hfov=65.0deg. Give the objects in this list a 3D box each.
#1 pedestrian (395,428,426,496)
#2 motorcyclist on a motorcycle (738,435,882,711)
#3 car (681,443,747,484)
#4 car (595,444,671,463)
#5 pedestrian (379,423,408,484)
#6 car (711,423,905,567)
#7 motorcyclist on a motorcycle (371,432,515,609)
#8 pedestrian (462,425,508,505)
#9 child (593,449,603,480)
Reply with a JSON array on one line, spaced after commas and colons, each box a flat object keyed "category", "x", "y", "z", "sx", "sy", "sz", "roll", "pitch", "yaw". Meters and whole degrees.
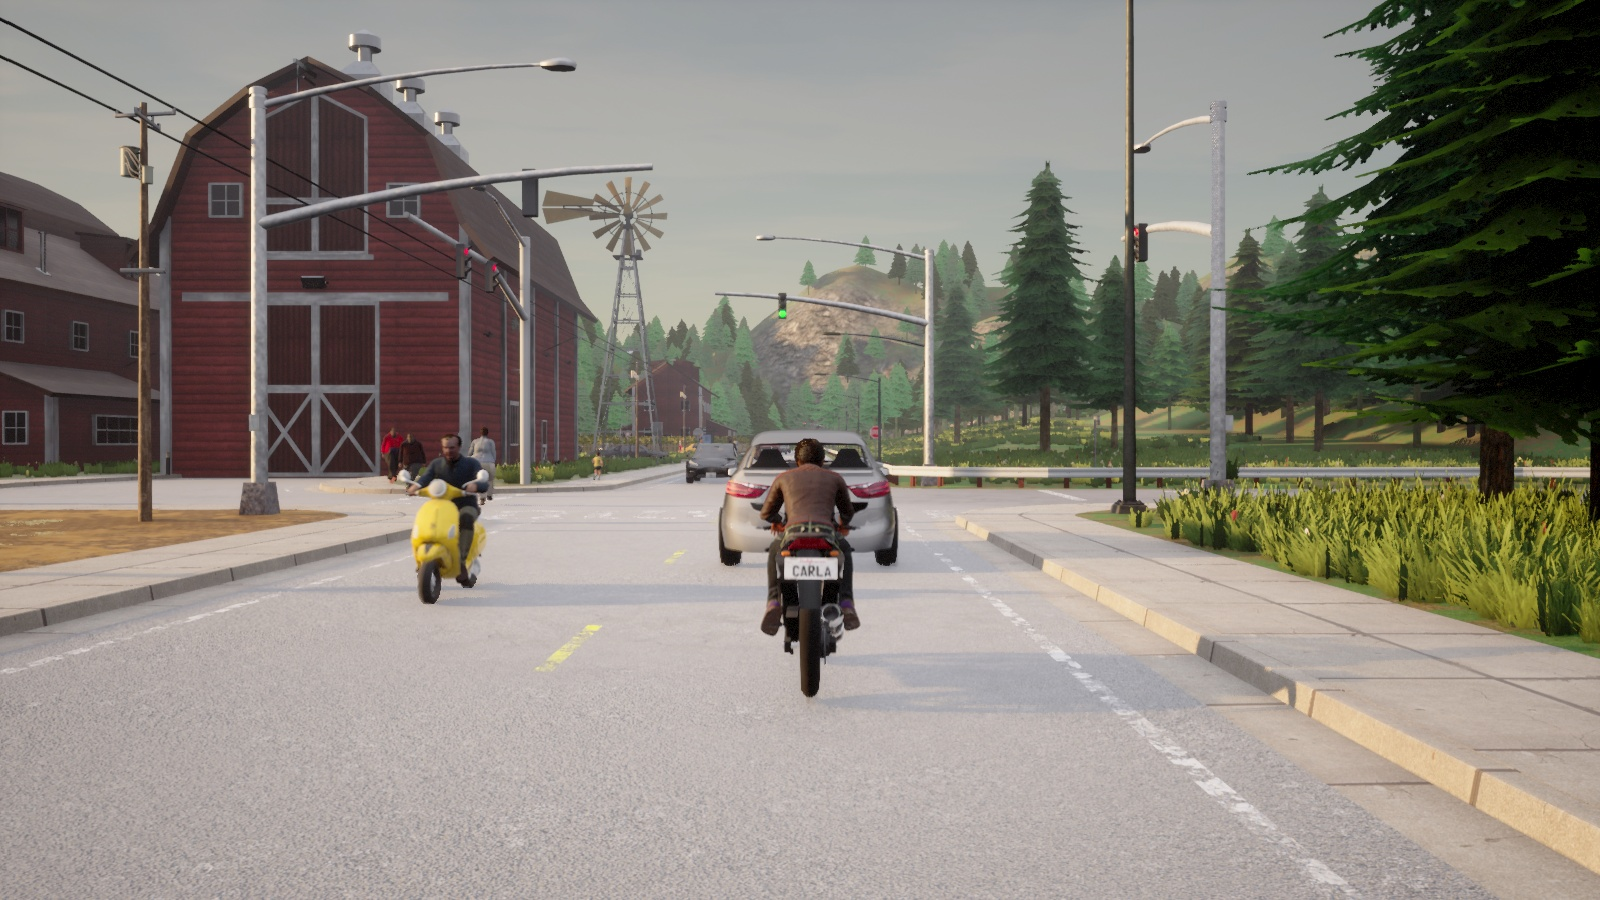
[{"category": "pedestrian", "x": -10.661, "y": 0.319, "z": 34.403, "sx": 0.634, "sy": 1.844, "sz": 0.899, "roll": 0, "pitch": 0, "yaw": -5}, {"category": "motorcyclist on a motorcycle", "x": 0.061, "y": 0.683, "z": 7.970, "sx": 0.797, "sy": 1.523, "sz": 2.044, "roll": 0, "pitch": 0, "yaw": 0}, {"category": "car", "x": -3.211, "y": 0.474, "z": 47.878, "sx": 2.163, "sy": 1.488, "sz": 4.792, "roll": 0, "pitch": 0, "yaw": 0}, {"category": "car", "x": -12.284, "y": 0.261, "z": 92.678, "sx": 5.357, "sy": 1.411, "sz": 2.033, "roll": 0, "pitch": 0, "yaw": -1}, {"category": "pedestrian", "x": -12.526, "y": 0.105, "z": 38.684, "sx": 0.634, "sy": 1.844, "sz": 0.899, "roll": 0, "pitch": 0, "yaw": -33}, {"category": "car", "x": 0.111, "y": 0.497, "z": 16.822, "sx": 2.242, "sy": 1.667, "sz": 4.611, "roll": 0, "pitch": 0, "yaw": 0}, {"category": "motorcyclist on a motorcycle", "x": -3.413, "y": 0.628, "z": 12.195, "sx": 0.866, "sy": 1.590, "sz": 1.817, "roll": 0, "pitch": 0, "yaw": 0}, {"category": "pedestrian", "x": -7.389, "y": 0.350, "z": 29.469, "sx": 0.874, "sy": 1.855, "sz": 0.900, "roll": 0, "pitch": 0, "yaw": -2}, {"category": "child", "x": -7.312, "y": 0.520, "z": 45.432, "sx": 0.255, "sy": 1.110, "sz": 0.394, "roll": 0, "pitch": 0, "yaw": 6}]
